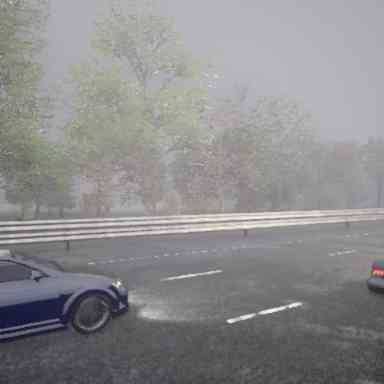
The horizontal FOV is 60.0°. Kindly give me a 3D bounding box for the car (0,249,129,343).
[{"bbox_3d":[-3.240,1.705,5.720,4.181,1.385,1.994,0,-1,-32],"label":"car"}]

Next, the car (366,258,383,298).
[{"bbox_3d":[6.171,1.683,7.510,5.357,1.411,2.033,0,-1,-32],"label":"car"}]
